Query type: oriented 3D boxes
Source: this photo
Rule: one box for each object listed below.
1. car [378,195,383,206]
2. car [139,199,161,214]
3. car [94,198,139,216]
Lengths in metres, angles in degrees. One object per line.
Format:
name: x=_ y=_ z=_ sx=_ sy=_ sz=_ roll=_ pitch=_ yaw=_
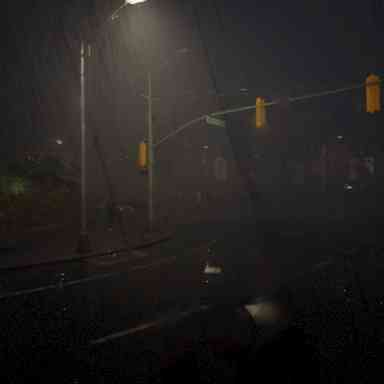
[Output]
car: x=28.245 y=1.185 z=48.047 sx=2.097 sy=1.535 sz=5.008 roll=-1 pitch=0 yaw=39
car: x=-5.520 y=1.523 z=35.809 sx=5.008 sy=1.535 sz=1.882 roll=-1 pitch=0 yaw=38
car: x=-7.797 y=1.594 z=33.176 sx=4.674 sy=1.442 sz=1.812 roll=-1 pitch=0 yaw=38
